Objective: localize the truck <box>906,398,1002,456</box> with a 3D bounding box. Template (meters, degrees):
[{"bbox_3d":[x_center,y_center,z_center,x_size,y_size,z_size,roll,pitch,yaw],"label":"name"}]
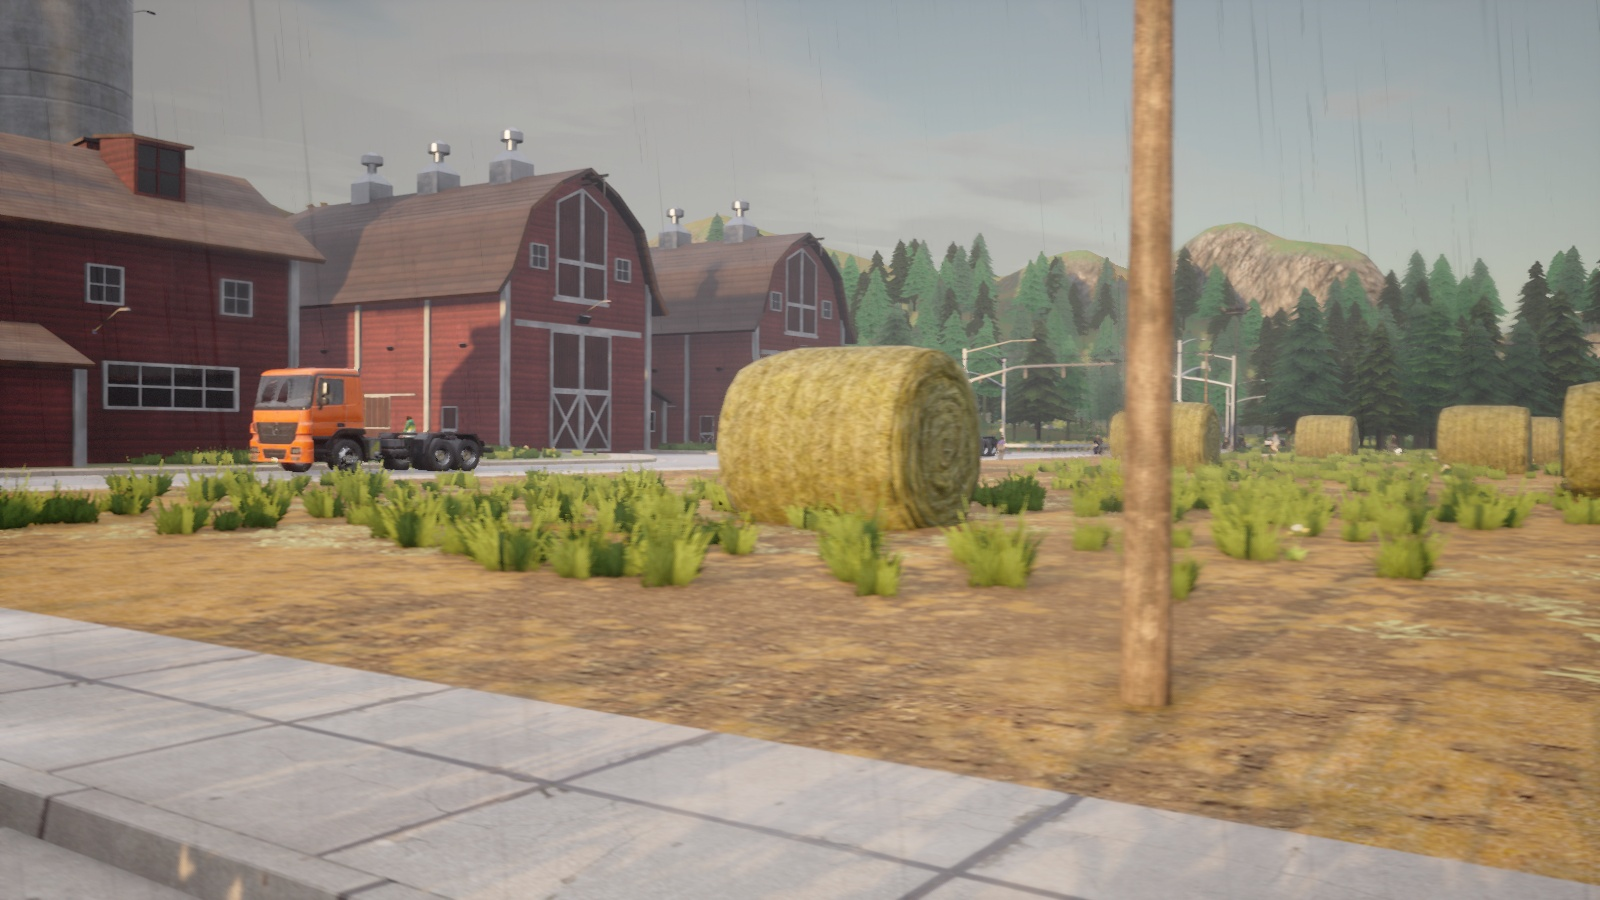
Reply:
[{"bbox_3d":[9.895,-1.471,79.717,2.891,3.462,7.936,0,1,33],"label":"truck"}]

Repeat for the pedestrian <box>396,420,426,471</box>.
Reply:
[{"bbox_3d":[-14.999,-0.162,48.421,0.873,1.952,0.659,0,1,16],"label":"pedestrian"}]

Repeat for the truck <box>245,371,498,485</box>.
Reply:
[{"bbox_3d":[-14.136,-0.728,42.167,2.891,3.462,7.936,0,1,33],"label":"truck"}]
